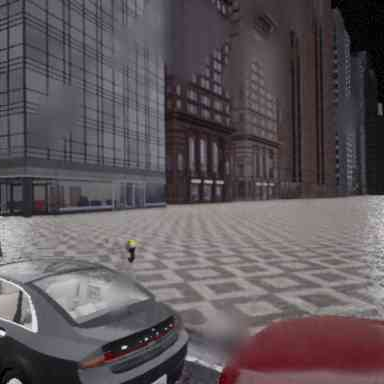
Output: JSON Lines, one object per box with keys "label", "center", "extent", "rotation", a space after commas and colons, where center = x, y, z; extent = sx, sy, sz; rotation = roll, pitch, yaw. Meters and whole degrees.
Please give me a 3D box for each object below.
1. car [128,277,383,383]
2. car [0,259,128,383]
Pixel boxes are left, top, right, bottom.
{"label": "car", "center": [2.348, 1.309, 1.186], "extent": [5.009, 1.841, 2.192], "rotation": [0, -1, 36]}
{"label": "car", "center": [-2.097, 1.570, 4.355], "extent": [4.403, 1.369, 2.008], "rotation": [0, -1, 36]}
